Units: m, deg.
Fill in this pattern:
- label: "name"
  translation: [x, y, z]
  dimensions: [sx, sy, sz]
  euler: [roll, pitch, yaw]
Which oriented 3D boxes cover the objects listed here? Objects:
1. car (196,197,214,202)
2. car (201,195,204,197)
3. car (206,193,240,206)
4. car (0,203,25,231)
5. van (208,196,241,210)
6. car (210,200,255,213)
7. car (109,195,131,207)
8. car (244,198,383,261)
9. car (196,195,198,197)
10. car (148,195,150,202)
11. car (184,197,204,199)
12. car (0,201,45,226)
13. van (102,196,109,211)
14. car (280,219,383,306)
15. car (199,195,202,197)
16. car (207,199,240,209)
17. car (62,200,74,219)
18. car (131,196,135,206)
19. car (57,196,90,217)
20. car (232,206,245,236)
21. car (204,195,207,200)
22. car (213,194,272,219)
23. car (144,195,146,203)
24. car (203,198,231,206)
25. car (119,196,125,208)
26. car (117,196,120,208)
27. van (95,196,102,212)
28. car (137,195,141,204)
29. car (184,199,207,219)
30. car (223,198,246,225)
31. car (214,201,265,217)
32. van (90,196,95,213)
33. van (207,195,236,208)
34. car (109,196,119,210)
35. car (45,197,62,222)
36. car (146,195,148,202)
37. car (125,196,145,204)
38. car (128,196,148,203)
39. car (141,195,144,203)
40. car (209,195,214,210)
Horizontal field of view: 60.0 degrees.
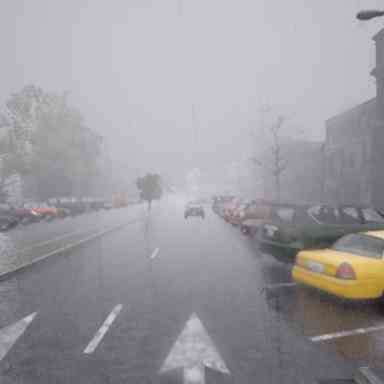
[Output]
- label: "car"
  translation: [3.761, 2.065, 95.089]
  dimensions: [4.674, 1.452, 2.002]
  euler: [1, -1, -24]
- label: "car"
  translation: [4.890, 1.771, 67.922]
  dimensions: [4.553, 1.767, 2.185]
  euler: [1, -1, -21]
- label: "car"
  translation: [4.982, 1.494, 37.826]
  dimensions: [5.566, 2.045, 2.435]
  euler: [1, -1, -20]
- label: "car"
  translation: [-13.259, 1.659, 20.490]
  dimensions: [4.792, 1.488, 2.163]
  euler: [-1, -1, -20]
- label: "van"
  translation: [4.886, 1.579, 49.790]
  dimensions: [4.442, 1.987, 1.878]
  euler: [1, 0, -20]
- label: "car"
  translation: [4.967, 1.760, 40.814]
  dimensions: [5.008, 1.535, 2.097]
  euler: [1, 0, -20]
- label: "car"
  translation: [-13.231, 1.555, 53.619]
  dimensions: [5.566, 2.045, 2.435]
  euler: [-1, 0, -20]
- label: "car"
  translation: [4.843, 1.343, 10.730]
  dimensions: [5.566, 2.045, 2.435]
  euler: [1, -1, -20]
- label: "car"
  translation: [4.436, 1.716, 83.008]
  dimensions: [5.566, 2.045, 2.435]
  euler: [1, 0, -23]
- label: "car"
  translation: [-14.018, 1.965, 83.194]
  dimensions: [5.366, 1.575, 1.946]
  euler: [-1, 0, -23]
- label: "car"
  translation: [0.280, 1.785, 46.054]
  dimensions: [2.128, 1.511, 4.902]
  euler: [0, 0, 1]
- label: "car"
  translation: [-13.303, 1.523, 23.860]
  dimensions: [4.553, 1.767, 2.185]
  euler: [-1, -1, -20]
- label: "van"
  translation: [-13.120, 1.516, 41.772]
  dimensions: [4.442, 1.987, 1.878]
  euler: [-1, -1, -20]
- label: "car"
  translation: [4.970, 1.564, 7.754]
  dimensions: [5.366, 1.575, 1.946]
  euler: [1, -1, -20]
- label: "car"
  translation: [4.779, 1.925, 73.968]
  dimensions: [5.008, 1.535, 2.097]
  euler: [1, -1, -22]
- label: "car"
  translation: [5.023, 1.852, 52.857]
  dimensions: [4.792, 1.488, 2.163]
  euler: [1, -1, -20]
- label: "car"
  translation: [-13.256, 1.720, 29.822]
  dimensions: [4.674, 1.452, 2.002]
  euler: [-1, -1, -20]
- label: "car"
  translation: [-13.035, 1.818, 56.671]
  dimensions: [5.366, 1.575, 1.946]
  euler: [-1, -1, -20]
- label: "car"
  translation: [-13.274, 1.445, 32.786]
  dimensions: [5.566, 2.045, 2.435]
  euler: [-1, 0, -20]
- label: "car"
  translation: [4.863, 1.637, 16.755]
  dimensions: [5.008, 1.535, 2.097]
  euler: [1, 0, -20]
- label: "car"
  translation: [5.001, 1.525, 43.834]
  dimensions: [5.566, 2.045, 2.435]
  euler: [1, -1, -20]
- label: "car"
  translation: [4.893, 1.431, 25.771]
  dimensions: [5.566, 2.045, 2.435]
  euler: [1, 0, -20]
- label: "car"
  translation: [-13.457, 1.948, 74.408]
  dimensions: [4.792, 1.488, 2.163]
  euler: [-1, -1, -22]
- label: "car"
  translation: [4.941, 1.883, 64.902]
  dimensions: [4.892, 1.521, 2.231]
  euler: [1, -1, -21]
- label: "car"
  translation: [-13.181, 1.820, 50.669]
  dimensions: [4.792, 1.488, 2.163]
  euler: [-1, -1, -20]
- label: "car"
  translation: [-13.239, 1.804, 47.666]
  dimensions: [4.792, 1.488, 2.163]
  euler: [-1, 0, -20]
- label: "van"
  translation: [-13.126, 1.500, 38.793]
  dimensions: [4.442, 1.987, 1.878]
  euler: [-1, -1, -20]
- label: "car"
  translation: [-13.271, 1.870, 65.505]
  dimensions: [5.008, 1.535, 2.097]
  euler: [-1, 0, -21]
- label: "car"
  translation: [0.248, 1.746, 31.958]
  dimensions: [1.812, 1.442, 4.674]
  euler: [0, 0, 1]
- label: "car"
  translation: [4.868, 1.542, 22.774]
  dimensions: [4.553, 1.767, 2.185]
  euler: [1, -1, -20]
- label: "car"
  translation: [4.918, 1.758, 34.791]
  dimensions: [4.792, 1.488, 2.163]
  euler: [1, 0, -20]
- label: "van"
  translation: [-13.131, 1.485, 35.816]
  dimensions: [4.442, 1.987, 1.878]
  euler: [-1, -1, -20]
- label: "van"
  translation: [4.893, 1.610, 55.814]
  dimensions: [4.442, 1.987, 1.878]
  euler: [1, 0, -20]
- label: "car"
  translation: [-13.044, 1.754, 44.769]
  dimensions: [5.366, 1.575, 1.946]
  euler: [0, -1, -20]
- label: "car"
  translation: [-13.232, 1.538, 26.851]
  dimensions: [4.553, 1.767, 2.185]
  euler: [-1, 0, -20]
- label: "car"
  translation: [-13.581, 1.934, 77.351]
  dimensions: [5.008, 1.535, 2.097]
  euler: [-1, 0, -22]
- label: "car"
  translation: [-13.741, 1.825, 80.303]
  dimensions: [4.553, 1.767, 2.185]
  euler: [-1, -1, -22]
- label: "car"
  translation: [-13.976, 1.857, 86.236]
  dimensions: [4.553, 1.767, 2.185]
  euler: [-1, 0, -23]
- label: "car"
  translation: [-13.429, 1.932, 71.414]
  dimensions: [4.792, 1.488, 2.163]
  euler: [-1, 0, -21]
- label: "car"
  translation: [4.915, 1.462, 31.785]
  dimensions: [5.566, 2.045, 2.435]
  euler: [1, 0, -20]
